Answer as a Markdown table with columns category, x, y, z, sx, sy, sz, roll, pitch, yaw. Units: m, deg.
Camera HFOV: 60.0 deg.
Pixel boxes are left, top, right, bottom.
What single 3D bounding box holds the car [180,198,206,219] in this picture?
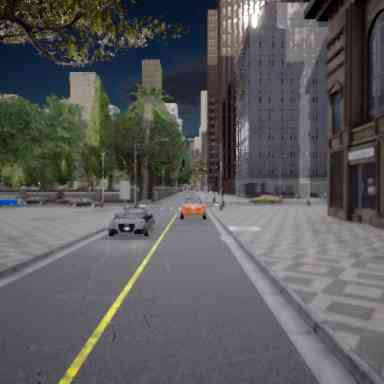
| category | x | y | z | sx | sy | sz | roll | pitch | yaw |
| --- | --- | --- | --- | --- | --- | --- | --- | --- | --- |
| car | 0.101 | 1.276 | 28.561 | 2.097 | 1.767 | 4.553 | 0 | 0 | 0 |

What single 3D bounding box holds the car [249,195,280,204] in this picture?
| category | x | y | z | sx | sy | sz | roll | pitch | yaw |
| --- | --- | --- | --- | --- | --- | --- | --- | --- | --- |
| car | 11.934 | 1.144 | 54.889 | 4.829 | 1.417 | 1.752 | -1 | 1 | 0 |

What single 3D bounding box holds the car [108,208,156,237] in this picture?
| category | x | y | z | sx | sy | sz | roll | pitch | yaw |
| --- | --- | --- | --- | --- | --- | --- | --- | --- | --- |
| car | -3.088 | 1.529 | 17.688 | 1.994 | 1.385 | 4.181 | 0 | 0 | 0 |

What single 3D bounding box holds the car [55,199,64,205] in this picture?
| category | x | y | z | sx | sy | sz | roll | pitch | yaw |
| --- | --- | --- | --- | --- | --- | --- | --- | --- | --- |
| car | -20.412 | 1.436 | 55.087 | 4.206 | 1.307 | 1.802 | 0 | 1 | 0 |

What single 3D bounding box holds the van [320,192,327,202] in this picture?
| category | x | y | z | sx | sy | sz | roll | pitch | yaw |
| --- | --- | --- | --- | --- | --- | --- | --- | --- | --- |
| van | 23.343 | 0.839 | 54.815 | 3.998 | 1.788 | 1.690 | -1 | 1 | 0 |

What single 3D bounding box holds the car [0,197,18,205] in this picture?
| category | x | y | z | sx | sy | sz | roll | pitch | yaw |
| --- | --- | --- | --- | --- | --- | --- | --- | --- | --- |
| car | -31.463 | 1.468 | 55.151 | 4.313 | 1.339 | 1.947 | 0 | 1 | 0 |

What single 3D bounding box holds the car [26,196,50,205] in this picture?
| category | x | y | z | sx | sy | sz | roll | pitch | yaw |
| --- | --- | --- | --- | --- | --- | --- | --- | --- | --- |
| car | -25.937 | 1.431 | 55.120 | 4.403 | 1.369 | 2.008 | 0 | 1 | 0 |

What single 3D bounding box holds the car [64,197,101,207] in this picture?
| category | x | y | z | sx | sy | sz | roll | pitch | yaw |
| --- | --- | --- | --- | --- | --- | --- | --- | --- | --- |
| car | -14.927 | 1.467 | 46.527 | 4.403 | 1.369 | 2.008 | 0 | 1 | 0 |

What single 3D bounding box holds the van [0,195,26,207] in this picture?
| category | x | y | z | sx | sy | sz | roll | pitch | yaw |
| --- | --- | --- | --- | --- | --- | --- | --- | --- | --- |
| van | -25.979 | 1.315 | 46.591 | 3.998 | 1.788 | 1.690 | 0 | 1 | 0 |
